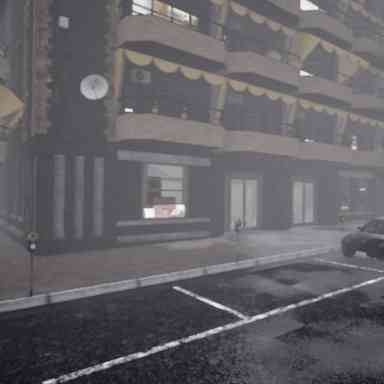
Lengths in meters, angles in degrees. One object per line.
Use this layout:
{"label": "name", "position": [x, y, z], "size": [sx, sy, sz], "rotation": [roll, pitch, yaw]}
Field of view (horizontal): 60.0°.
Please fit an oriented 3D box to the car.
{"label": "car", "position": [7.000, 1.553, 11.541], "size": [4.313, 1.339, 1.947], "rotation": [0, 1, -35]}
